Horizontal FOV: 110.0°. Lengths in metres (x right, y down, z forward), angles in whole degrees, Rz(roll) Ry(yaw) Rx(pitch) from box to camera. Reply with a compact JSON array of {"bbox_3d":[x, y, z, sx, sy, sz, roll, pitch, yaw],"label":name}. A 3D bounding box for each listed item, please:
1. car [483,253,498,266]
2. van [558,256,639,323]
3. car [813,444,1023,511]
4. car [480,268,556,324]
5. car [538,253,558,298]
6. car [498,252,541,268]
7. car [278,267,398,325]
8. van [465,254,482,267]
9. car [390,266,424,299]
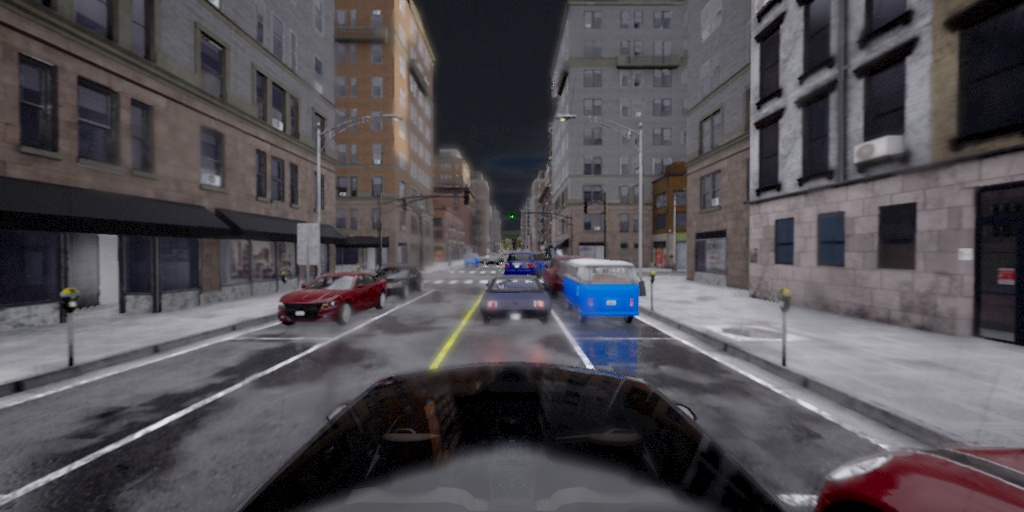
[{"bbox_3d":[-2.828,0.691,53.448,1.837,1.490,4.892,0,1,0],"label":"car"},{"bbox_3d":[2.637,0.987,11.367,1.690,1.789,3.998,0,0,0],"label":"van"},{"bbox_3d":[2.637,1.204,0.346,1.967,1.591,4.097,0,0,0],"label":"car"},{"bbox_3d":[0.099,1.246,11.413,1.895,1.301,4.718,0,1,0],"label":"car"},{"bbox_3d":[2.636,0.901,16.878,2.192,1.841,5.009,0,0,0],"label":"car"},{"bbox_3d":[1.372,0.711,25.406,2.150,2.045,5.566,-1,1,23],"label":"car"},{"bbox_3d":[-5.388,1.191,11.367,1.888,1.381,4.507,0,0,0],"label":"car"},{"bbox_3d":[-5.410,0.578,48.839,1.690,1.789,3.998,0,0,0],"label":"van"},{"bbox_3d":[-5.389,1.152,16.878,1.948,1.339,4.313,0,0,0],"label":"car"}]
